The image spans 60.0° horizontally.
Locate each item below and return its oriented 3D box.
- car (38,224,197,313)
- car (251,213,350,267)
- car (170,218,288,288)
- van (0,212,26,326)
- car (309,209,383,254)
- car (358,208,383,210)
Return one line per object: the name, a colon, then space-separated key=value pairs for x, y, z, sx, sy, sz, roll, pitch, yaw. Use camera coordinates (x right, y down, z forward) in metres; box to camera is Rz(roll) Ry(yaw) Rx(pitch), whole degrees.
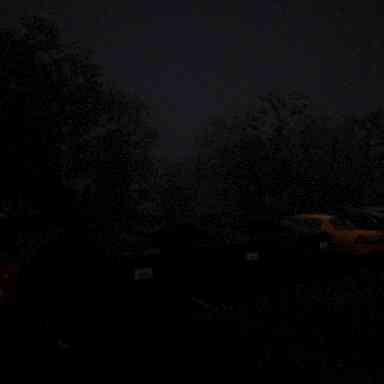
car: x=-2.225 y=1.517 z=7.894 sx=2.163 sy=1.488 sz=4.792 roll=0 pitch=0 yaw=-36
car: x=2.295 y=1.529 z=11.119 sx=2.163 sy=1.488 sz=4.792 roll=0 pitch=0 yaw=-36
car: x=0.035 y=1.523 z=9.507 sx=2.163 sy=1.488 sz=4.792 roll=0 pitch=0 yaw=-36
van: x=-4.400 y=1.255 z=6.164 sx=1.878 sy=1.987 sz=4.442 roll=0 pitch=0 yaw=-36
car: x=4.465 y=1.503 z=12.859 sx=1.946 sy=1.575 sz=5.366 roll=0 pitch=0 yaw=-36
car: x=6.836 y=1.514 z=14.314 sx=2.231 sy=1.521 sz=4.892 roll=0 pitch=0 yaw=-35
